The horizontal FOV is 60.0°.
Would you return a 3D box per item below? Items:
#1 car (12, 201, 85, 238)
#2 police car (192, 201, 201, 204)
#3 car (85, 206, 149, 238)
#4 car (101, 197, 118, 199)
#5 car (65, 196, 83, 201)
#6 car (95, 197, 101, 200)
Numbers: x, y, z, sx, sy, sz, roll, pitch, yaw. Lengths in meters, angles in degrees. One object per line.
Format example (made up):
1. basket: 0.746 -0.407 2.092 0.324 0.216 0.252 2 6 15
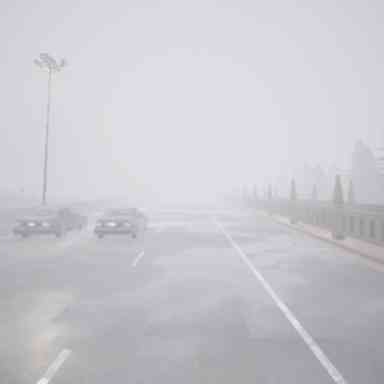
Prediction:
1. car: -6.901 1.426 16.801 2.033 1.411 5.357 0 0 0
2. police car: 1.049 3.017 78.679 1.930 1.638 5.238 0 -6 0
3. car: -3.401 1.426 16.755 2.033 1.411 5.357 0 0 0
4. car: -14.021 1.549 59.420 2.033 1.411 5.357 0 -3 1
5. car: -21.023 1.498 59.404 2.128 1.511 4.902 0 -3 1
6. car: -17.512 1.781 63.722 1.812 1.442 4.674 0 -4 0
